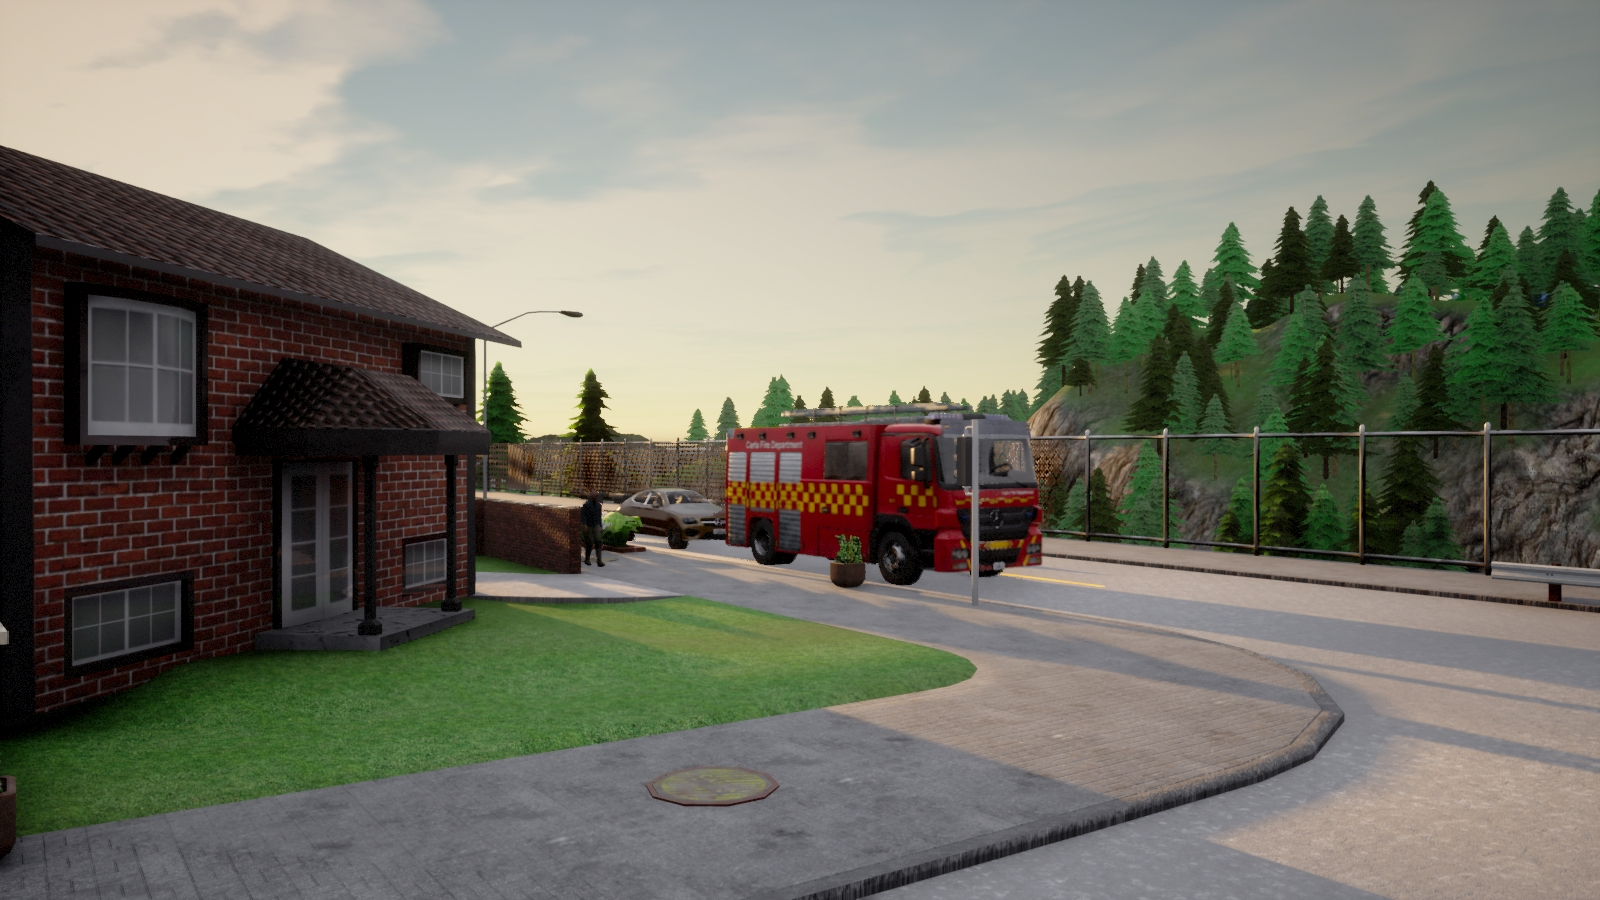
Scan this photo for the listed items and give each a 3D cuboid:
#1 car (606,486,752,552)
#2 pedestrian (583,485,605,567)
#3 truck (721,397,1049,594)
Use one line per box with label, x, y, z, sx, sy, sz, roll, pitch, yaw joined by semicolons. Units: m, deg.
car;-3.700;1.992;34.123;2.152;1.651;5.027;0;0;-35
pedestrian;-4.753;1.745;26.373;0.375;1.860;0.375;0;0;-33
truck;1.599;0.891;26.541;2.891;3.827;8.468;0;0;-35
